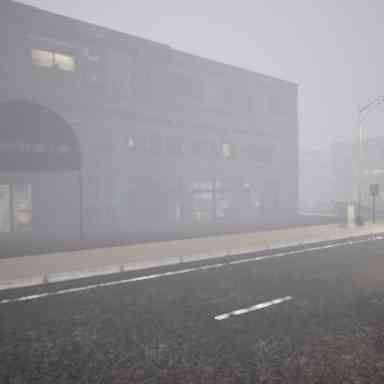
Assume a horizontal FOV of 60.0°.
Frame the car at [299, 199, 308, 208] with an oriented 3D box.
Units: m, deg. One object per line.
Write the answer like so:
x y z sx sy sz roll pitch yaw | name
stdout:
16.630 1.785 52.966 1.802 1.307 4.206 -2 0 -35 | car

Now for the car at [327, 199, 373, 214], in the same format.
17.744 1.717 36.728 1.947 1.339 4.313 -2 0 -35 | car

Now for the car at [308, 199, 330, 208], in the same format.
19.837 1.690 48.454 2.008 1.369 4.403 -2 0 -35 | car
